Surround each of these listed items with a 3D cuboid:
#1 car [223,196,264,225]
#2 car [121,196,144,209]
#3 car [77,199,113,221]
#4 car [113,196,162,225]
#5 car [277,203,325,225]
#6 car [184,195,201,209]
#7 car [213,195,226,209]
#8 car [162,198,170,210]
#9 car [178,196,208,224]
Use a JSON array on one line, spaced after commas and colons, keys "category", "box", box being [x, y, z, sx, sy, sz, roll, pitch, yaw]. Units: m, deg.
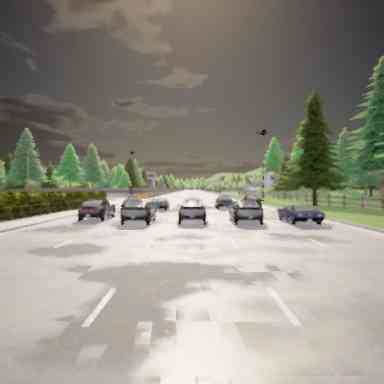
[{"category": "car", "box": [3.536, 1.287, 22.281, 2.128, 1.511, 4.902, 0, 1, 1]}, {"category": "car", "box": [-6.947, 1.204, 39.433, 1.994, 1.385, 4.181, 0, 1, -1]}, {"category": "car", "box": [-6.922, 1.281, 24.572, 1.837, 1.490, 4.892, 0, 1, 0]}, {"category": "car", "box": [-3.465, 1.288, 22.139, 2.128, 1.511, 4.902, 0, 1, 1]}, {"category": "car", "box": [7.035, 1.399, 22.048, 1.895, 1.301, 4.718, 0, 1, 1]}, {"category": "car", "box": [0.074, 1.165, 39.413, 1.812, 1.442, 4.674, 0, 1, 0]}, {"category": "car", "box": [3.571, 1.158, 38.189, 1.837, 1.490, 4.892, 0, 1, 0]}, {"category": "car", "box": [-3.438, 1.272, 35.919, 1.895, 1.301, 4.718, 0, 1, 0]}, {"category": "car", "box": [0.040, 1.282, 22.837, 2.128, 1.511, 4.902, 0, 1, 0]}]
